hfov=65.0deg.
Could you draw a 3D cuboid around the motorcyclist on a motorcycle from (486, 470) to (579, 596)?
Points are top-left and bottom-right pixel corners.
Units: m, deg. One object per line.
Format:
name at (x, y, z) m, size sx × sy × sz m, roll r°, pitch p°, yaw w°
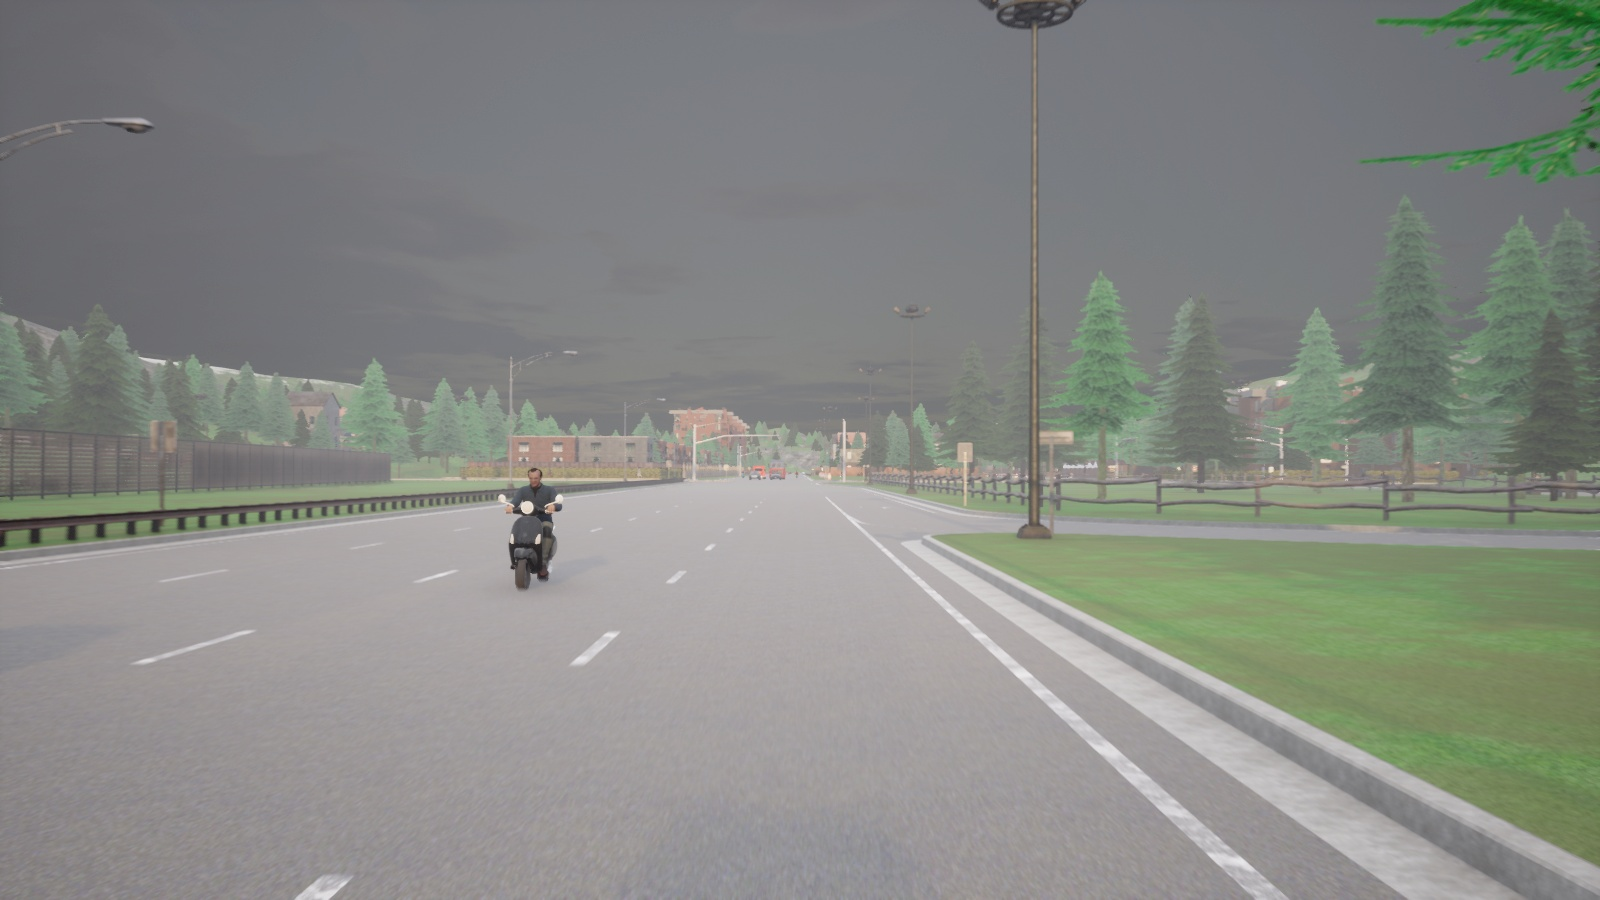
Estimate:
motorcyclist on a motorcycle at (-3.541, 1.062, 16.796) m, size 0.866 × 1.590 × 1.817 m, roll 0°, pitch -1°, yaw 0°
